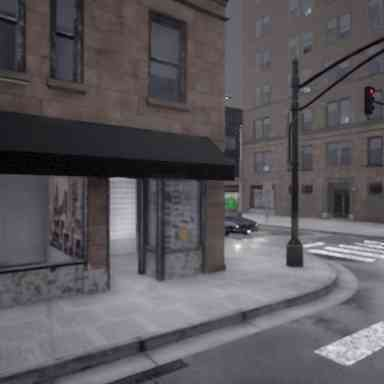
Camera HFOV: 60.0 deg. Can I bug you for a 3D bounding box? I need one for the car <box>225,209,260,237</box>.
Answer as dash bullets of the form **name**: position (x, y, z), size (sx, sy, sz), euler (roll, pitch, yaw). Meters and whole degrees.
- **car**: position (1.351, 1.621, 19.055), size (2.033, 1.411, 5.357), euler (0, 0, -36)
